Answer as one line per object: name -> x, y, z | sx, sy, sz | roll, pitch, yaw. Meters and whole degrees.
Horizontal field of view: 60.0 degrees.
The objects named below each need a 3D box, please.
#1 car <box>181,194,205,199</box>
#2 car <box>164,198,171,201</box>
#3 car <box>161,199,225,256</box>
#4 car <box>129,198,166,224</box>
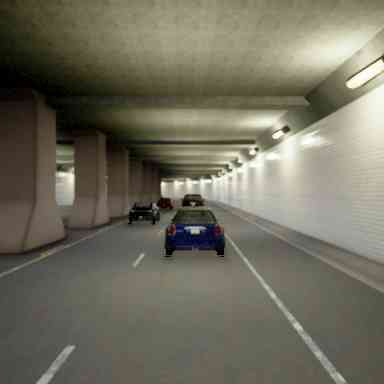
car -> 0.106, 1.205, 32.097 | 2.150, 2.045, 5.566 | 0, 0, 0
car -> -3.391, 1.455, 42.732 | 1.882, 1.535, 5.008 | 0, 0, 0
car -> 0.103, 1.345, 13.280 | 2.097, 1.767, 4.553 | 0, 0, 0
car -> -3.395, 1.478, 24.415 | 2.128, 1.511, 4.902 | 0, 0, 0
